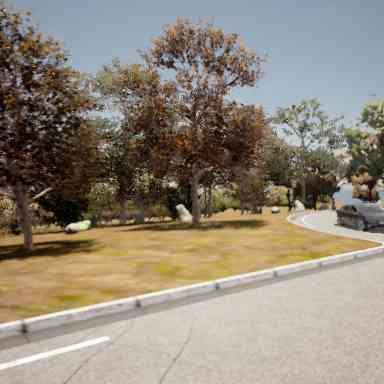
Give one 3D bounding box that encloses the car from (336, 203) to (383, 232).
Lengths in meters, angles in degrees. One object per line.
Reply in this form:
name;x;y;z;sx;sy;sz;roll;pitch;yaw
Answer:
car;10.194;1.426;19.757;1.837;1.490;4.892;-2;0;2
